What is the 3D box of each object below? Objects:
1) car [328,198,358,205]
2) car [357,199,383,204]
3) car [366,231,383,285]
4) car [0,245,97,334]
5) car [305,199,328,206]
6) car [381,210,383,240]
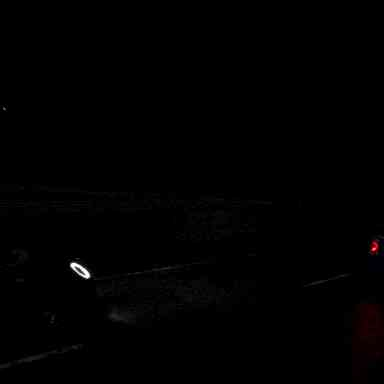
[{"bbox_3d":[18.365,1.448,38.581,5.008,1.535,1.882,0,0,-35],"label":"car"},{"bbox_3d":[20.412,1.518,35.748,5.357,1.411,2.033,0,0,-35],"label":"car"},{"bbox_3d":[6.379,1.348,8.297,4.553,1.767,2.097,0,0,-36],"label":"car"},{"bbox_3d":[-3.900,1.352,5.263,4.553,1.767,2.097,0,0,-36],"label":"car"},{"bbox_3d":[16.347,1.517,41.445,5.357,1.411,2.033,0,0,-35],"label":"car"},{"bbox_3d":[11.666,1.538,16.369,5.357,1.411,2.033,0,0,-36],"label":"car"}]
